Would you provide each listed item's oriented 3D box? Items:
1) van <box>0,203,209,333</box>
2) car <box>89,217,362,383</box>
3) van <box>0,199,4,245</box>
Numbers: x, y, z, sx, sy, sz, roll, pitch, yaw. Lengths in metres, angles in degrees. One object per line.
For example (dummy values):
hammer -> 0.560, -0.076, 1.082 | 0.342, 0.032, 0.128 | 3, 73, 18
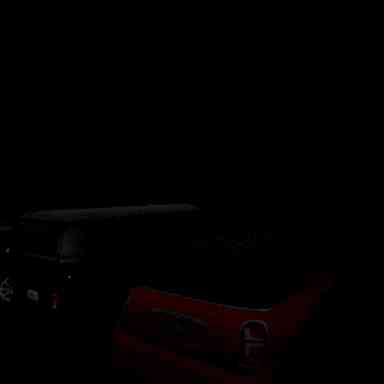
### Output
van -> -1.090, 1.256, 6.683 | 1.878, 1.987, 4.442 | 0, 0, 36
car -> 1.078, 1.355, 4.954 | 2.185, 1.767, 4.553 | 0, 0, 36
van -> -10.207, 1.285, 13.188 | 1.878, 1.987, 4.442 | 0, 0, 36
